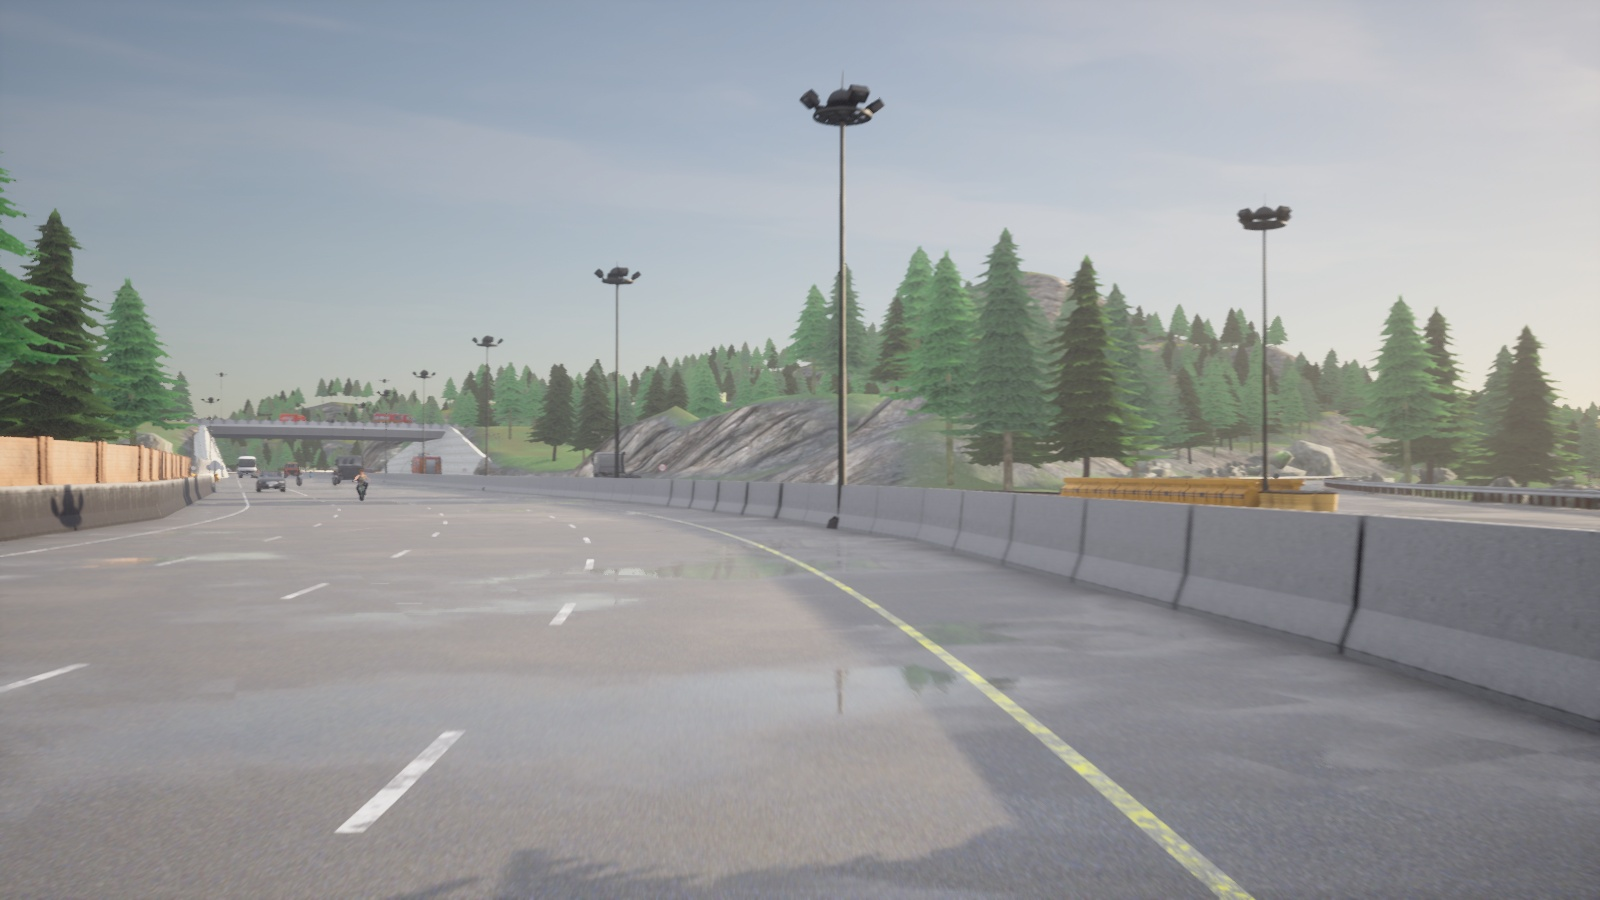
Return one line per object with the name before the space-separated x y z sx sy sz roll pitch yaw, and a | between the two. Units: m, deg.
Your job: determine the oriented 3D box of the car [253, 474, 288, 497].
car | -37.248 2.490 88.343 2.128 1.511 4.902 0 -1 -24
